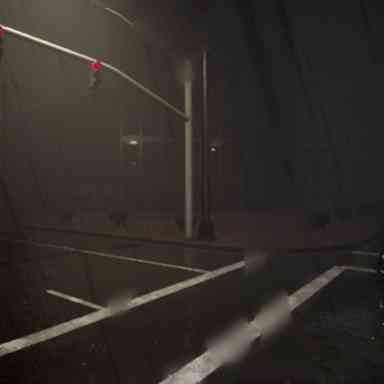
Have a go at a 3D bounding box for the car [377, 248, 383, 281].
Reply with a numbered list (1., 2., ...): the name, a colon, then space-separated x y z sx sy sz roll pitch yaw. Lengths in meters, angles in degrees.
1. car: 6.449 1.447 8.642 4.902 1.511 2.128 -2 2 -44
